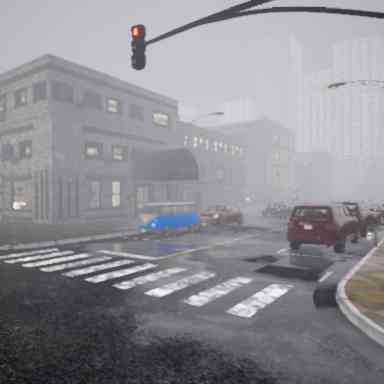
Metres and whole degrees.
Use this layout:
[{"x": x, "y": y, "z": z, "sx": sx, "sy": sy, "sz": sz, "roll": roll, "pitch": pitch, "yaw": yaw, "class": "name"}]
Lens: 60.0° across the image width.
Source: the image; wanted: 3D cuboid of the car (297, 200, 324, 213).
[{"x": 14.715, "y": 1.753, "z": 41.301, "sx": 2.008, "sy": 1.369, "sz": 4.403, "roll": -1, "pitch": -1, "yaw": 35, "class": "car"}]

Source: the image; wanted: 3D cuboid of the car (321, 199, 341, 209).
[{"x": 21.009, "y": 1.764, "z": 50.172, "sx": 1.752, "sy": 1.417, "sz": 4.829, "roll": -1, "pitch": -1, "yaw": 35, "class": "car"}]

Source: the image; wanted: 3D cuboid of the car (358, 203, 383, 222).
[{"x": 15.157, "y": 1.658, "z": 27.444, "sx": 1.947, "sy": 1.339, "sz": 4.313, "roll": -1, "pitch": -1, "yaw": 35, "class": "car"}]

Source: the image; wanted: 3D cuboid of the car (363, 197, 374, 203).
[{"x": 43.486, "y": 1.926, "z": 81.847, "sx": 1.887, "sy": 1.381, "sz": 4.507, "roll": -1, "pitch": -1, "yaw": 35, "class": "car"}]

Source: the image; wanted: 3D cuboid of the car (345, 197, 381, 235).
[{"x": 8.761, "y": 1.377, "z": 18.435, "sx": 2.192, "sy": 1.841, "sz": 5.009, "roll": -1, "pitch": -1, "yaw": 35, "class": "car"}]

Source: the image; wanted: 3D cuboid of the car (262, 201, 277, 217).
[{"x": 8.321, "y": 1.609, "z": 32.292, "sx": 1.967, "sy": 1.590, "sz": 4.097, "roll": -1, "pitch": -1, "yaw": 35, "class": "car"}]

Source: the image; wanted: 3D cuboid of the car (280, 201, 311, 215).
[{"x": 11.517, "y": 1.736, "z": 36.795, "sx": 2.008, "sy": 1.369, "sz": 4.403, "roll": -1, "pitch": -1, "yaw": 35, "class": "car"}]

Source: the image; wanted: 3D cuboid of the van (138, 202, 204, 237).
[{"x": -1.271, "y": 1.467, "z": 18.777, "sx": 1.690, "sy": 1.788, "sz": 3.998, "roll": -1, "pitch": -1, "yaw": 35, "class": "van"}]

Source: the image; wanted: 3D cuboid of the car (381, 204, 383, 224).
[{"x": 11.960, "y": 1.621, "z": 22.938, "sx": 1.887, "sy": 1.381, "sz": 4.507, "roll": -1, "pitch": -1, "yaw": 35, "class": "car"}]

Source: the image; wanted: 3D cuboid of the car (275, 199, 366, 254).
[{"x": 5.564, "y": 1.364, "z": 13.930, "sx": 2.192, "sy": 1.841, "sz": 5.009, "roll": -1, "pitch": -1, "yaw": 35, "class": "car"}]

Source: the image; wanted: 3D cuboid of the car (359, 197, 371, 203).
[{"x": 40.289, "y": 1.910, "z": 77.342, "sx": 2.008, "sy": 1.369, "sz": 4.403, "roll": -1, "pitch": -1, "yaw": 35, "class": "car"}]

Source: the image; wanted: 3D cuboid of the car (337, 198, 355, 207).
[{"x": 27.502, "y": 1.828, "z": 59.322, "sx": 2.008, "sy": 1.369, "sz": 4.403, "roll": -1, "pitch": -1, "yaw": 35, "class": "car"}]

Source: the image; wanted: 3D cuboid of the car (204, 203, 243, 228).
[{"x": 1.927, "y": 1.579, "z": 23.281, "sx": 1.967, "sy": 1.590, "sz": 4.097, "roll": -1, "pitch": -1, "yaw": 35, "class": "car"}]
